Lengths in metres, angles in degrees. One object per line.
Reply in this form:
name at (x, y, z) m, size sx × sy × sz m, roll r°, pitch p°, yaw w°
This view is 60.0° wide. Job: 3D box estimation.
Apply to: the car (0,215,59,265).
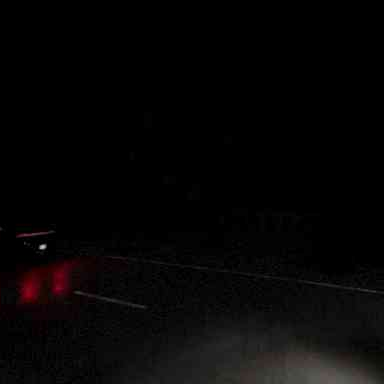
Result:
car at (-6.974, 1.597, 11.998) m, size 4.902 × 1.511 × 2.128 m, roll -1°, pitch 0°, yaw 29°
